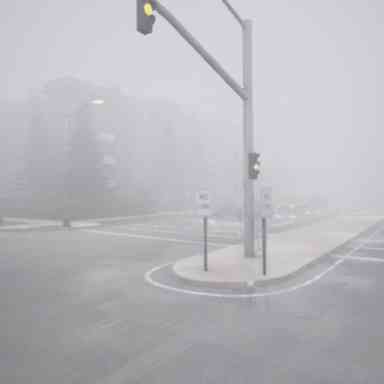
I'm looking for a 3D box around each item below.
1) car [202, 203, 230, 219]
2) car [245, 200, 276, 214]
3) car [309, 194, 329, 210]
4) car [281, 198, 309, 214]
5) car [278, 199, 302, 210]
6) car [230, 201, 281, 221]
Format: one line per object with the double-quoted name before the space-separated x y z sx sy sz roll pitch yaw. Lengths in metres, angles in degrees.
"car" 2.704 1.708 31.028 2.033 1.411 5.357 -1 0 35
"car" 8.008 1.726 38.577 1.994 1.385 4.181 -1 0 35
"car" 17.045 1.350 45.358 2.150 2.045 5.566 -1 0 35
"car" 10.910 1.479 36.630 2.097 1.767 4.553 -1 0 35
"car" 13.766 1.689 46.758 1.812 1.442 4.674 -1 0 35
"car" 5.652 1.617 29.152 2.128 1.511 4.902 -1 0 35
